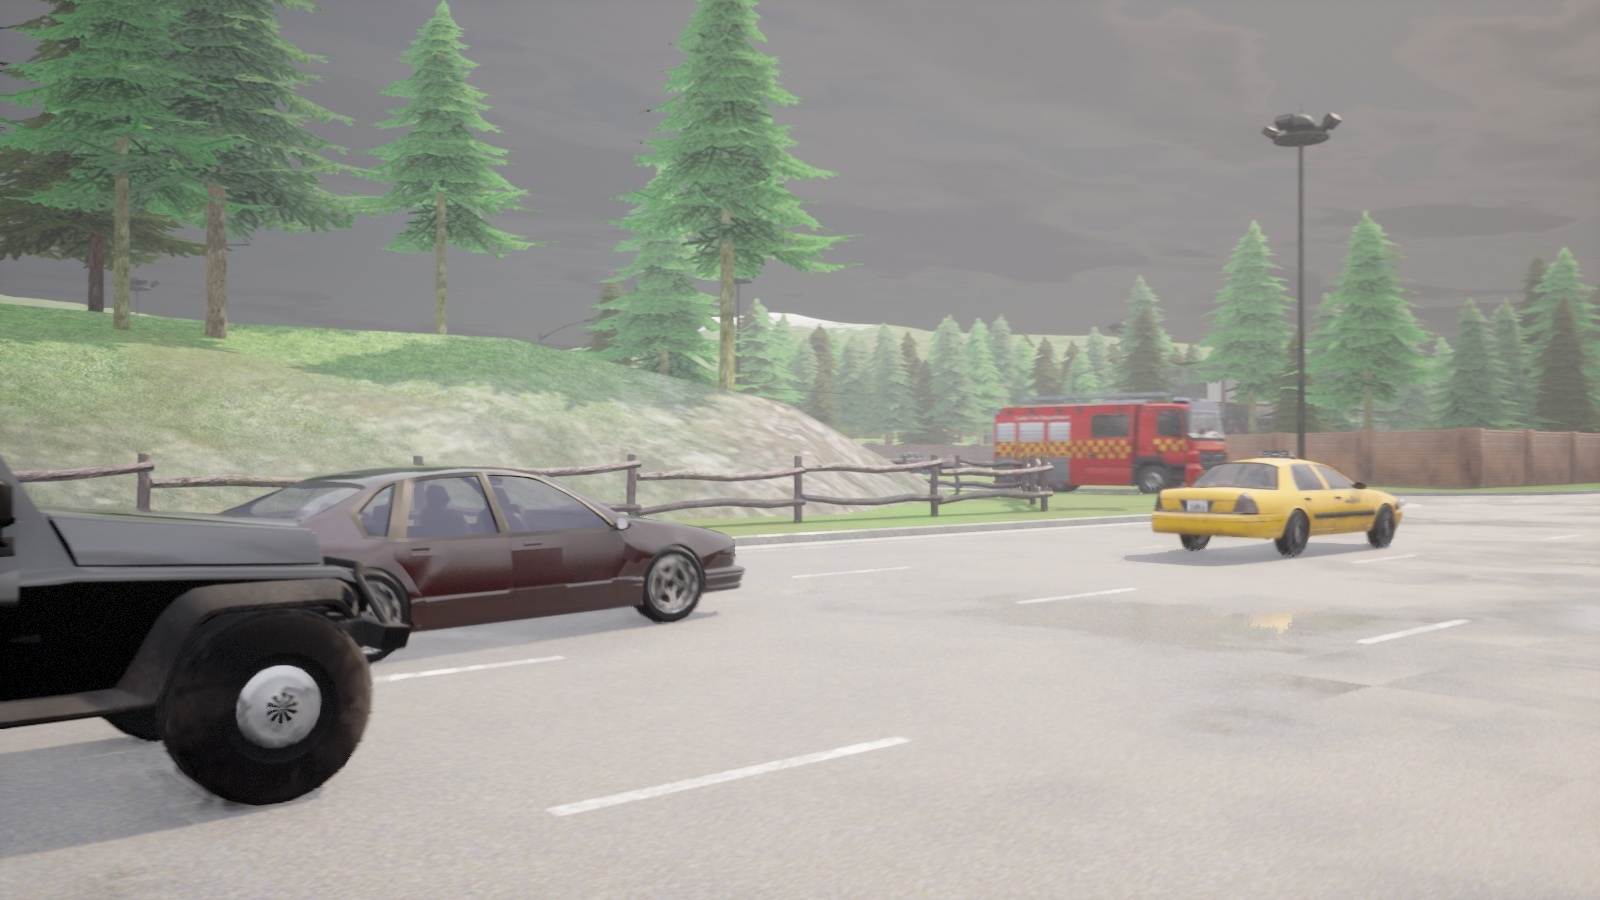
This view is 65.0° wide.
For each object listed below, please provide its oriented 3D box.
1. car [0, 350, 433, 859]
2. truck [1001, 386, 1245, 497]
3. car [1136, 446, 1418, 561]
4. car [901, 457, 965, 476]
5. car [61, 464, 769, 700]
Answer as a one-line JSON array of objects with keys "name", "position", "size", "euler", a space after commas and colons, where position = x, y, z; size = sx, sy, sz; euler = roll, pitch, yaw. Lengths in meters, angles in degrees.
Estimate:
[{"name": "car", "position": [-3.763, 0.574, 5.187], "size": [3.866, 1.878, 1.905], "euler": [0, 0, -41]}, {"name": "truck", "position": [11.917, -0.272, 47.003], "size": [8.468, 3.827, 2.891], "euler": [0, 0, 43]}, {"name": "car", "position": [7.575, 0.738, 19.634], "size": [5.366, 1.575, 1.801], "euler": [0, 0, -41]}, {"name": "car", "position": [9.623, 1.173, 90.650], "size": [4.718, 1.301, 1.895], "euler": [0, 0, -41]}, {"name": "car", "position": [-2.823, 0.843, 10.444], "size": [2.033, 1.411, 5.357], "euler": [0, 0, 41]}]
